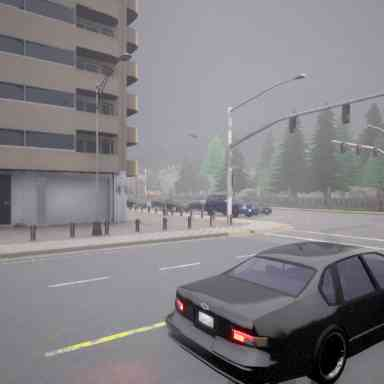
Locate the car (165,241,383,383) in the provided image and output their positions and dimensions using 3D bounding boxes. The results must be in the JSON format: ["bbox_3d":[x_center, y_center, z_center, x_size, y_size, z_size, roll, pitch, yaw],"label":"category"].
[{"bbox_3d":[2.217,1.547,5.361,5.357,1.411,2.033,0,0,-35],"label":"car"}]

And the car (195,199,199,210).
[{"bbox_3d":[1.077,1.581,40.976,1.812,1.442,4.674,0,0,-36],"label":"car"}]

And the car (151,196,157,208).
[{"bbox_3d":[-4.164,1.407,48.252,2.097,1.767,4.553,0,0,-36],"label":"car"}]

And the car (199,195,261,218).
[{"bbox_3d":[3.488,1.277,31.624,2.150,2.045,5.566,0,0,-36],"label":"car"}]

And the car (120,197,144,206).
[{"bbox_3d":[-10.339,1.603,56.893,2.033,1.411,5.357,0,0,-35],"label":"car"}]

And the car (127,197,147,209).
[{"bbox_3d":[-8.185,1.560,47.846,1.837,1.490,4.892,0,0,-36],"label":"car"}]

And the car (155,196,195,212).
[{"bbox_3d":[-2.106,1.560,39.393,1.837,1.490,4.892,0,0,-36],"label":"car"}]

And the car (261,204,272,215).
[{"bbox_3d":[6.110,1.619,33.974,1.994,1.385,4.181,0,0,-36],"label":"car"}]
